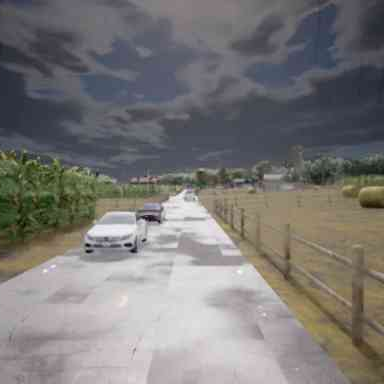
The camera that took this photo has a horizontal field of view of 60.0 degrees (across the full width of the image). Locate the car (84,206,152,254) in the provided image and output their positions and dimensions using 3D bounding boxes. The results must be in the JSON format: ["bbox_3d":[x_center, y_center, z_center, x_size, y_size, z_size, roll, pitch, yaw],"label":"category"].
[{"bbox_3d":[-2.913,1.507,13.569,1.812,1.442,4.674,0,0,0],"label":"car"}]

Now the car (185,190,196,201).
[{"bbox_3d":[-0.417,0.667,68.490,2.150,2.045,5.566,0,1,0],"label":"car"}]

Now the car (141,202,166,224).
[{"bbox_3d":[-2.950,1.477,24.364,2.033,1.411,5.357,0,0,0],"label":"car"}]

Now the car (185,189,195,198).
[{"bbox_3d":[-0.483,0.428,78.977,2.150,2.045,5.566,0,1,0],"label":"car"}]
